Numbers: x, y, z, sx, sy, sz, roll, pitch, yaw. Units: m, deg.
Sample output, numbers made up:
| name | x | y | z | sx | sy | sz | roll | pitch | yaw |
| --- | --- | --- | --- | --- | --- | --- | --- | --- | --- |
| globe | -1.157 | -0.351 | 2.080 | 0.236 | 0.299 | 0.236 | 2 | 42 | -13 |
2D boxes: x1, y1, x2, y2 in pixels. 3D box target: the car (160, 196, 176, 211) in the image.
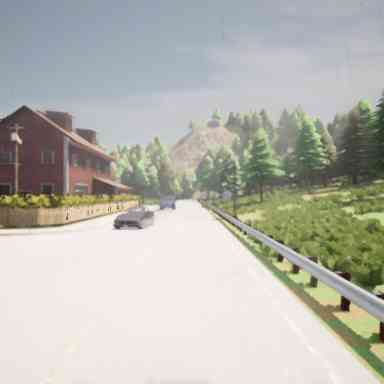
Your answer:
| name | x | y | z | sx | sy | sz | roll | pitch | yaw |
| --- | --- | --- | --- | --- | --- | --- | --- | --- | --- |
| car | -3.536 | 1.680 | 49.587 | 2.150 | 2.045 | 5.566 | 0 | -1 | 0 |

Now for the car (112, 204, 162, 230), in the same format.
| name | x | y | z | sx | sy | sz | roll | pitch | yaw |
| --- | --- | --- | --- | --- | --- | --- | --- | --- | --- |
| car | -3.813 | 1.761 | 23.104 | 2.033 | 1.411 | 5.357 | 0 | -1 | 6 |
